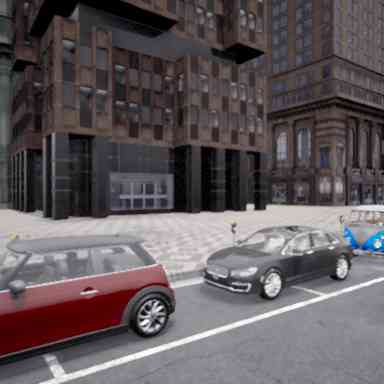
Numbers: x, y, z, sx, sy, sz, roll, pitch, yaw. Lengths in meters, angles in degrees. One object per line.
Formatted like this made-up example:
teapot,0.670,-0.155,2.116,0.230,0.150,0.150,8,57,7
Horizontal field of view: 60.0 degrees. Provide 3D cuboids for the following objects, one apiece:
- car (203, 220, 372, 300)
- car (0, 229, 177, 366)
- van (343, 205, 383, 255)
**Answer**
car,2.284,1.553,8.274,4.403,1.369,2.008,0,0,-35
car,-2.340,1.441,4.981,4.097,1.590,1.967,0,0,-35
van,6.909,1.346,11.568,3.998,1.788,1.690,0,0,-35
